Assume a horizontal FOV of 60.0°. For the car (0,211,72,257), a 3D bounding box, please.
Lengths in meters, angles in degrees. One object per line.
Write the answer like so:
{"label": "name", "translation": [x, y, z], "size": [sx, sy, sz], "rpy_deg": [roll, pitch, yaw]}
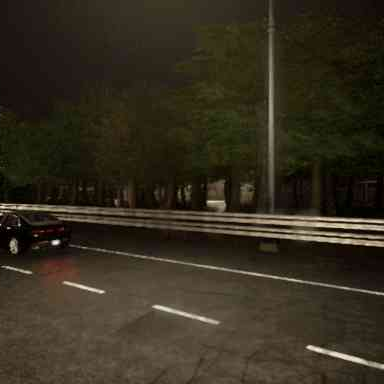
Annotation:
{"label": "car", "translation": [-6.699, 1.505, 12.953], "size": [4.892, 1.490, 1.837], "rpy_deg": [0, 0, 36]}
